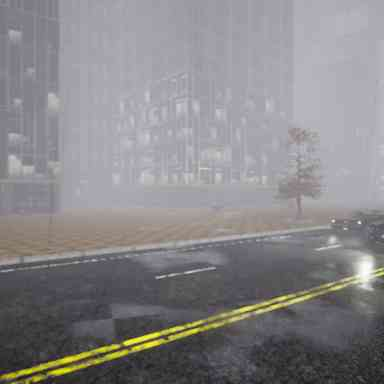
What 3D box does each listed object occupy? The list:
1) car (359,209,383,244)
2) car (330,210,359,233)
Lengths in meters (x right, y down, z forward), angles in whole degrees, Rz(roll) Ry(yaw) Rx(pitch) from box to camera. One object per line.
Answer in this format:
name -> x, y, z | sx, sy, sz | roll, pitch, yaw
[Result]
car -> 9.879, 1.552, 15.139 | 5.008, 1.535, 1.882 | 0, 0, -37
car -> 10.038, 1.695, 19.355 | 4.718, 1.301, 1.895 | 0, 0, -38
